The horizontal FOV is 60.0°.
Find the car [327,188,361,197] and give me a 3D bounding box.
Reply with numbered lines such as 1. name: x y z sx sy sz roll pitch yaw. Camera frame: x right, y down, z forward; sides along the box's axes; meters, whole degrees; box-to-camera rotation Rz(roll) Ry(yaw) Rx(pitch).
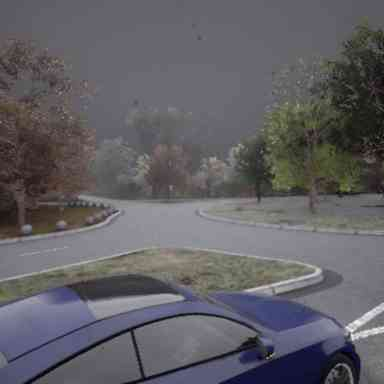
1. car: 23.706 0.052 52.077 4.718 1.301 1.895 -1 1 16

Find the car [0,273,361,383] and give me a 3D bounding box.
1. car: -0.393 1.520 2.997 4.674 1.442 1.812 0 0 -35
